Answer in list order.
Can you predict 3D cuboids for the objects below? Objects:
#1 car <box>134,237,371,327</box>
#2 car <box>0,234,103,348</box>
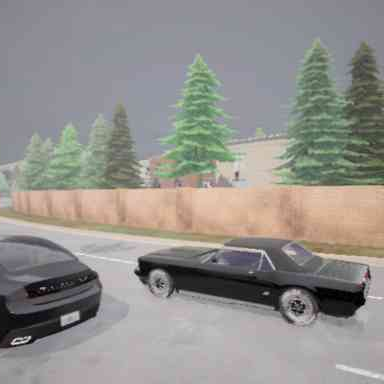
[{"bbox_3d":[1.082,1.636,7.059,4.718,1.301,1.895,0,0,31],"label":"car"},{"bbox_3d":[-3.742,1.546,6.037,4.892,1.490,1.837,0,0,33],"label":"car"}]
